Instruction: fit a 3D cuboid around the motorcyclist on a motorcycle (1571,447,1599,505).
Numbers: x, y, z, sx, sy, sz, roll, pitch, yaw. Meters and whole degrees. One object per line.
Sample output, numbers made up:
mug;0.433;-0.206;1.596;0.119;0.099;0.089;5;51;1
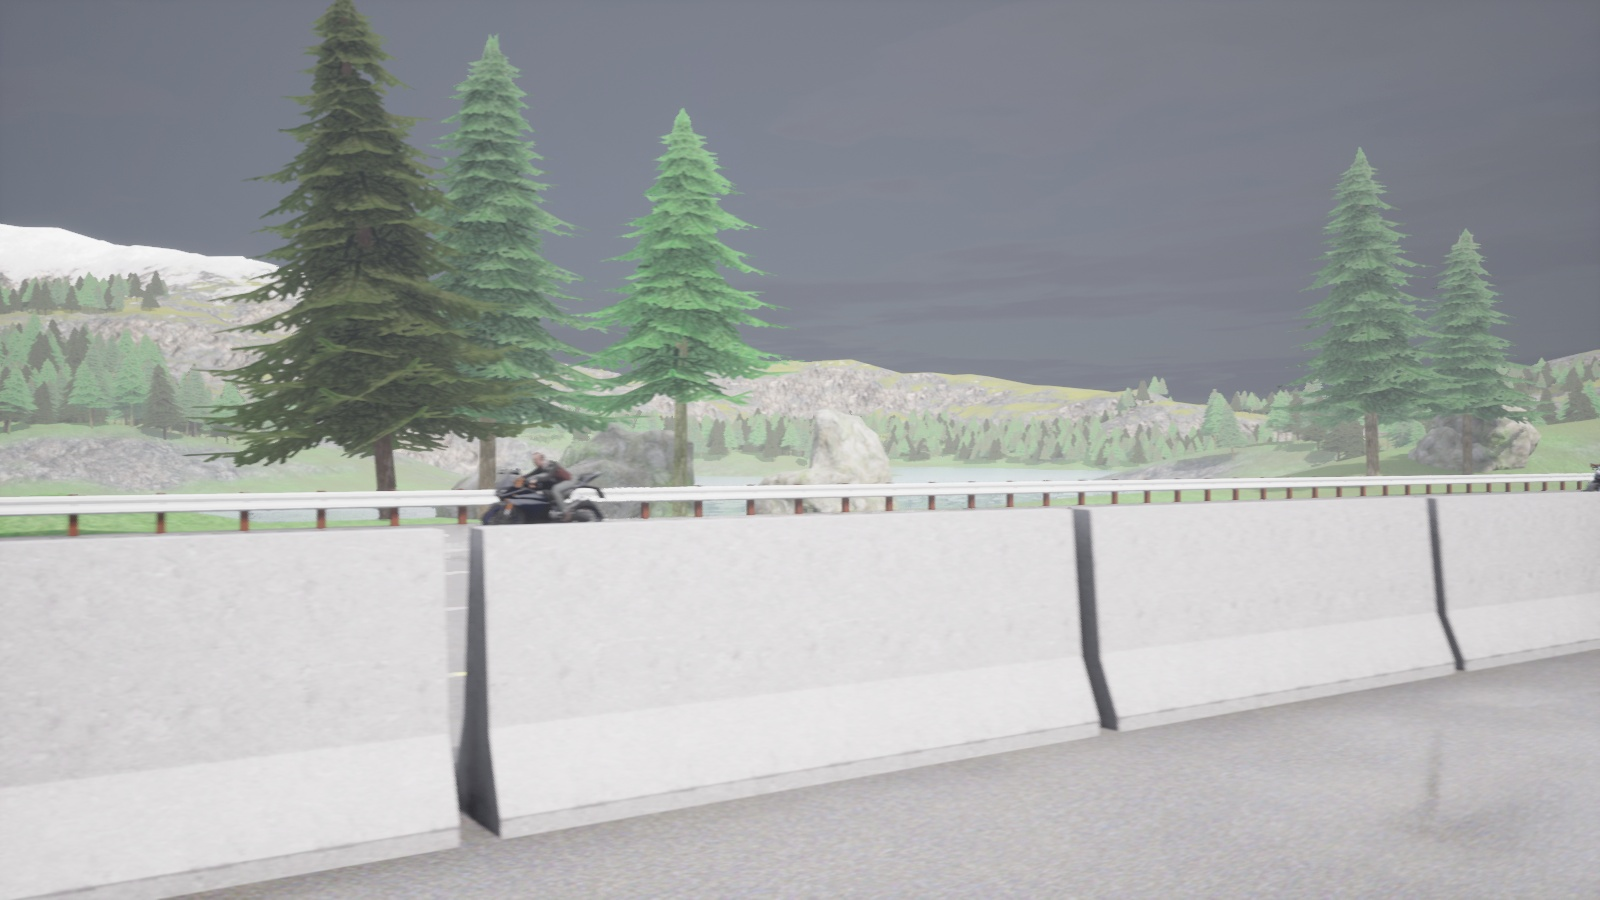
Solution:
motorcyclist on a motorcycle;23.254;0.731;36.277;2.350;1.649;0.766;0;0;-34

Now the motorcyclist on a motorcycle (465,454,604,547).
motorcyclist on a motorcycle;-4.563;0.838;21.658;2.191;1.530;0.866;0;0;-34
